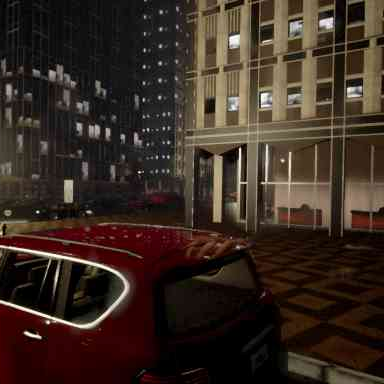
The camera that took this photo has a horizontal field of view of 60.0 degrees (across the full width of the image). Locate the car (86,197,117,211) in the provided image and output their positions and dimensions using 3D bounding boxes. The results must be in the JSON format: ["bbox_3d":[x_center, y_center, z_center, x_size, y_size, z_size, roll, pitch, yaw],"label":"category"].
[{"bbox_3d":[-10.613,1.357,38.527,1.994,1.385,4.181,1,1,30],"label":"car"}]

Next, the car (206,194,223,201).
[{"bbox_3d":[4.808,1.079,70.119,1.887,1.381,4.507,2,1,30],"label":"car"}]

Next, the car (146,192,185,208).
[{"bbox_3d":[-3.258,1.028,44.775,2.150,2.045,5.566,1,1,30],"label":"car"}]

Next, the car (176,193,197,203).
[{"bbox_3d":[-0.883,1.041,60.345,1.967,1.590,4.097,2,1,30],"label":"car"}]

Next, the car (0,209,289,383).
[{"bbox_3d":[-1.434,1.314,3.875,5.009,1.841,2.192,0,1,36],"label":"car"}]

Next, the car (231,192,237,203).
[{"bbox_3d":[9.364,1.265,61.293,1.752,1.417,4.829,2,1,30],"label":"car"}]

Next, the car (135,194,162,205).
[{"bbox_3d":[-6.577,1.107,50.572,1.967,1.590,4.097,2,1,30],"label":"car"}]

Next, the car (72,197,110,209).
[{"bbox_3d":[-12.272,1.299,40.802,1.947,1.339,4.313,2,1,30],"label":"car"}]

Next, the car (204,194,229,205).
[{"bbox_3d":[3.590,1.247,51.379,1.967,1.590,4.097,2,1,30],"label":"car"}]

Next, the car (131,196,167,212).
[{"bbox_3d":[-4.946,1.488,36.734,1.802,1.307,4.206,2,1,30],"label":"car"}]

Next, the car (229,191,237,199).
[{"bbox_3d":[10.505,0.784,79.887,2.192,1.841,5.009,2,1,30],"label":"car"}]

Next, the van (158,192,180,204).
[{"bbox_3d":[-3.728,0.975,55.457,1.690,1.788,3.998,2,1,30],"label":"van"}]

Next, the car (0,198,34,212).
[{"bbox_3d":[-15.614,1.356,29.932,1.837,1.490,4.892,1,1,30],"label":"car"}]

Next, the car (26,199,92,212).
[{"bbox_3d":[-10.635,1.537,26.968,1.947,1.339,4.313,2,1,30],"label":"car"}]
